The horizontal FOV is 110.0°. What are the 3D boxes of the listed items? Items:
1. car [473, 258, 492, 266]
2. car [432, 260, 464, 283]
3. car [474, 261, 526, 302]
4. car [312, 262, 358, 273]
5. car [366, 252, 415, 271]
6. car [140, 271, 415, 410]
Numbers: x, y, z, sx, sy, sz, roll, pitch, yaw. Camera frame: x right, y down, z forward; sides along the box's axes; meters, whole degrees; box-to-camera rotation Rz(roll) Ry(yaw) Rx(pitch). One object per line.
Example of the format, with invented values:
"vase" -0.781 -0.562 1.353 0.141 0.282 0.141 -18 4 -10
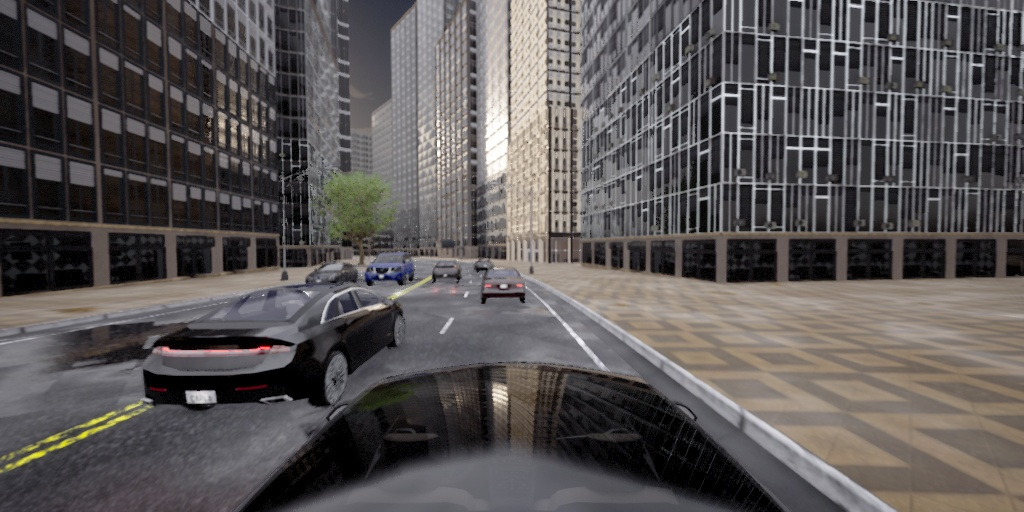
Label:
"car" -3.050 0.927 38.594 1.994 1.385 4.181 0 1 -9
"car" -4.501 1.009 25.286 2.128 1.511 4.902 0 1 -6
"car" -0.448 1.146 15.822 2.033 1.411 5.357 0 1 -3
"car" -10.903 1.112 22.094 1.812 1.442 4.674 0 1 -6
"car" -7.743 0.779 23.272 2.150 2.045 5.566 0 1 -6
"car" -3.251 1.207 6.098 2.128 1.511 4.902 0 1 -1
